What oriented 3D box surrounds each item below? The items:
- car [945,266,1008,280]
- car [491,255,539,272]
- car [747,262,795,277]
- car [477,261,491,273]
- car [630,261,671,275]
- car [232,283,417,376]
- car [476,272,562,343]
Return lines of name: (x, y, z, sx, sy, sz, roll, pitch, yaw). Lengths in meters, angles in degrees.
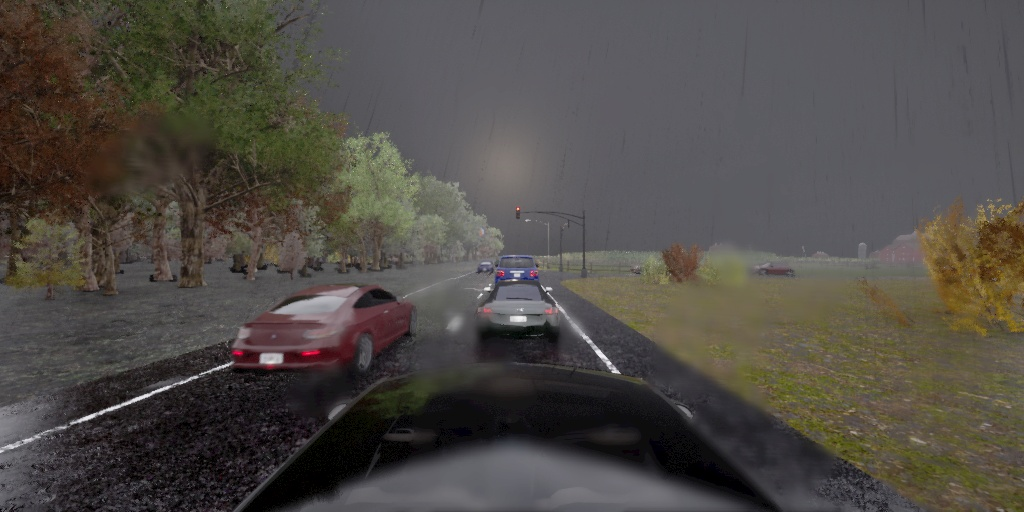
car: (49.441, 1.849, 37.981, 4.181, 1.385, 1.994, 1, -1, 2)
car: (0.263, 0.976, 19.085, 2.150, 2.045, 5.566, 0, 0, 1)
car: (30.128, 1.489, 41.880, 4.553, 1.767, 2.097, 1, -1, 1)
car: (-3.015, 1.283, 42.431, 1.812, 1.442, 4.674, 0, 0, 1)
car: (16.268, 1.336, 42.184, 4.553, 1.767, 2.097, 1, -1, 3)
car: (-3.352, 1.277, 7.333, 1.812, 1.442, 4.674, 0, 0, 1)
car: (0.169, 1.316, 9.672, 1.994, 1.385, 4.181, 0, 0, 1)
